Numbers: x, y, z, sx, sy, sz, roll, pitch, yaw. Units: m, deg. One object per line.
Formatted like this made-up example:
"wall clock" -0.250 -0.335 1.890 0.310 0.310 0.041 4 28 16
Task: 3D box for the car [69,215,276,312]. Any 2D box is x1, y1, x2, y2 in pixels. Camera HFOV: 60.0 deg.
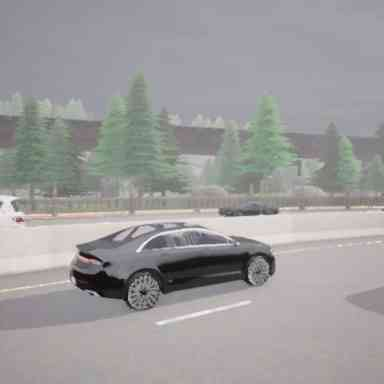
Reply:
"car" -0.193 1.446 7.602 4.902 1.511 2.128 0 0 -33

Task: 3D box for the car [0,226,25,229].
"car" -8.452 1.137 10.756 5.566 2.045 2.150 0 0 -35
